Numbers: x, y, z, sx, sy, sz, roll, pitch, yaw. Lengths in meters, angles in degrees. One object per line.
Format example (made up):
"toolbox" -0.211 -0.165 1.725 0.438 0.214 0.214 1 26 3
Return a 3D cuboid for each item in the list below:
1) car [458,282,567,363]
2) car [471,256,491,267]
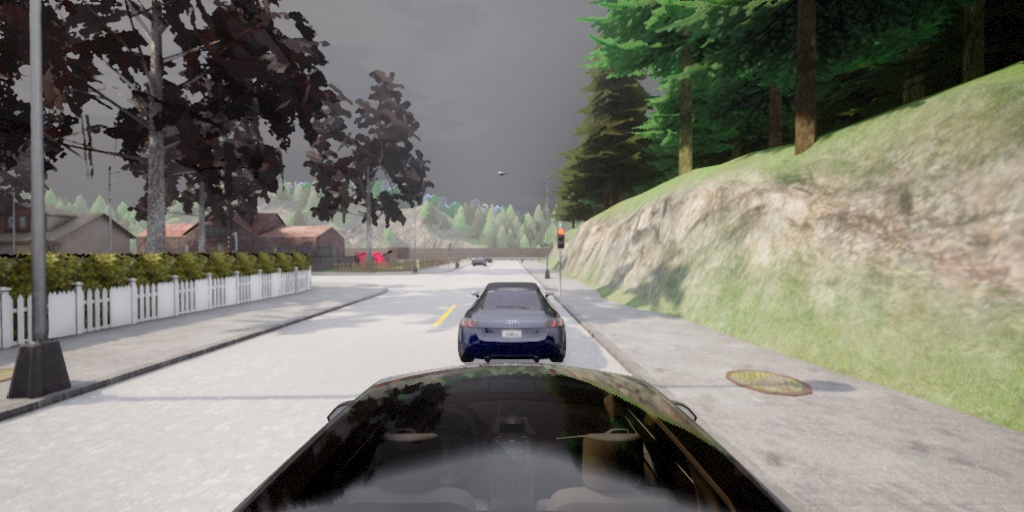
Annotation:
"car" 0.004 1.252 8.010 1.994 1.385 4.181 0 1 0
"car" -4.526 0.822 50.351 2.033 1.411 5.357 0 1 0
